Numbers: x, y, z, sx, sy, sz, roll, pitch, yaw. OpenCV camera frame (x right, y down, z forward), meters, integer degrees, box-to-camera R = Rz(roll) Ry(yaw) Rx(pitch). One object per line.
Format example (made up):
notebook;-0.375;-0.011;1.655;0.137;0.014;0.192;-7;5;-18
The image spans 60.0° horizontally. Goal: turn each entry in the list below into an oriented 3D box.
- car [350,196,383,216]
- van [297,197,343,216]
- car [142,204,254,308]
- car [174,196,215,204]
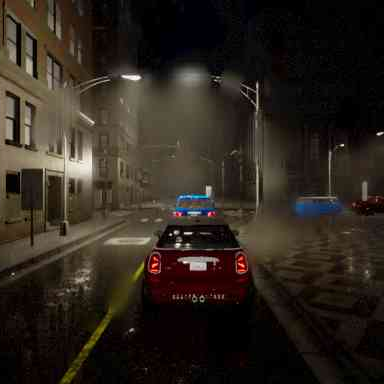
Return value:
car;17.398;1.322;30.900;5.009;1.841;2.192;0;0;-1
van;11.757;1.349;30.819;3.998;1.788;1.690;0;0;-1
car;0.109;1.346;8.075;2.097;1.767;4.553;0;0;0
car;0.118;1.207;17.932;2.150;2.045;5.566;0;0;0
